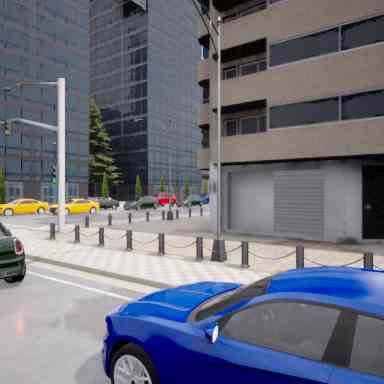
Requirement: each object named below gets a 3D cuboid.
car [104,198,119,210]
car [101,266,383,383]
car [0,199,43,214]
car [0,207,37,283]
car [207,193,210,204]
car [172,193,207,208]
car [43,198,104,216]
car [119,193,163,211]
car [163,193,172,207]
[{"bbox_3d":[-10.823,1.436,39.554,2.128,1.511,4.902,0,0,36],"label":"car"},{"bbox_3d":[1.254,1.478,3.097,5.008,1.535,1.882,0,0,36],"label":"car"},{"bbox_3d":[-16.340,1.422,31.948,1.882,1.535,5.008,0,0,36],"label":"car"},{"bbox_3d":[-6.240,1.352,8.441,4.553,1.767,2.097,0,0,36],"label":"car"},{"bbox_3d":[2.488,1.164,57.844,2.150,2.045,5.566,0,0,36],"label":"car"},{"bbox_3d":[-0.300,1.296,48.098,2.097,1.767,4.553,0,0,36],"label":"car"},{"bbox_3d":[-11.484,1.422,32.675,1.882,1.535,5.008,0,0,36],"label":"car"},{"bbox_3d":[-6.111,1.296,40.092,2.097,1.767,4.553,0,0,36],"label":"car"},{"bbox_3d":[-4.545,1.166,48.211,2.150,2.045,5.566,0,0,36],"label":"car"}]
